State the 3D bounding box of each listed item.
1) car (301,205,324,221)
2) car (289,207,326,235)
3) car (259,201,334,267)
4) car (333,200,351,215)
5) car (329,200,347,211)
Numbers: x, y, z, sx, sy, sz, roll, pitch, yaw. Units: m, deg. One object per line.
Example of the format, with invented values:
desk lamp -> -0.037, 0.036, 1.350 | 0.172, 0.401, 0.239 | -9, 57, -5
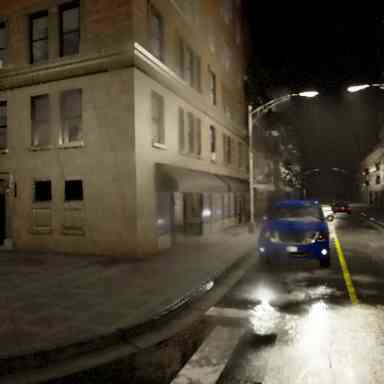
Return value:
car -> 11.425, 1.934, 31.312 | 1.895, 1.301, 4.718 | -1, -1, 22
car -> 7.743, 1.792, 21.999 | 2.033, 1.411, 5.357 | -1, -1, 21
car -> 3.986, 1.373, 12.490 | 2.150, 2.045, 5.566 | -1, -1, 22
car -> 17.484, 1.895, 38.813 | 2.033, 1.411, 5.357 | -1, -1, 22
car -> 21.040, 1.924, 47.983 | 2.128, 1.511, 4.902 | -1, -1, 21
